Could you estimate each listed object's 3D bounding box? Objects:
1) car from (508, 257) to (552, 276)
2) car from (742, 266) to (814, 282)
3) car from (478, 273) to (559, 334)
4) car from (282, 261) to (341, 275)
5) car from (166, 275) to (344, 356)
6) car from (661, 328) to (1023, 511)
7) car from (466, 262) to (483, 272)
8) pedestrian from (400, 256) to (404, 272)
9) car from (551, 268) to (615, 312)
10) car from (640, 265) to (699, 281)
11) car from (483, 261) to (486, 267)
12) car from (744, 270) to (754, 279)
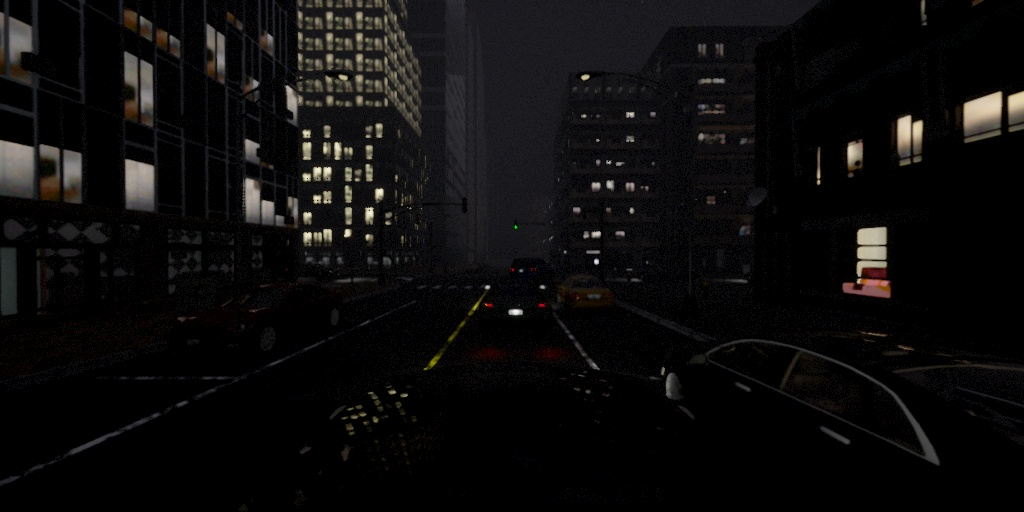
[{"bbox_3d":[1.630,1.139,27.483,2.150,2.045,5.566,-1,0,21],"label":"car"},{"bbox_3d":[25.708,1.711,34.792,5.357,1.411,2.033,0,1,1],"label":"car"},{"bbox_3d":[0.096,1.373,10.897,1.994,1.385,4.181,0,0,0],"label":"car"},{"bbox_3d":[-17.853,1.358,32.204,4.674,1.442,1.812,1,1,2],"label":"car"},{"bbox_3d":[-5.821,1.340,8.799,1.888,1.381,4.507,0,0,0],"label":"car"},{"bbox_3d":[2.818,1.309,3.095,2.007,1.370,4.403,0,0,0],"label":"car"},{"bbox_3d":[-5.682,1.602,52.170,1.751,1.417,4.829,0,0,0],"label":"car"},{"bbox_3d":[-12.542,0.931,40.867,0.375,1.860,0.375,0,0,1],"label":"pedestrian"},{"bbox_3d":[2.820,1.356,14.554,1.751,1.417,4.829,0,0,0],"label":"car"},{"bbox_3d":[15.359,1.626,34.938,5.357,1.411,2.033,0,1,1],"label":"car"},{"bbox_3d":[-5.681,1.679,57.994,1.948,1.339,4.313,0,0,0],"label":"car"},{"bbox_3d":[21.720,1.754,29.061,4.313,1.339,1.948,0,0,1],"label":"car"}]
